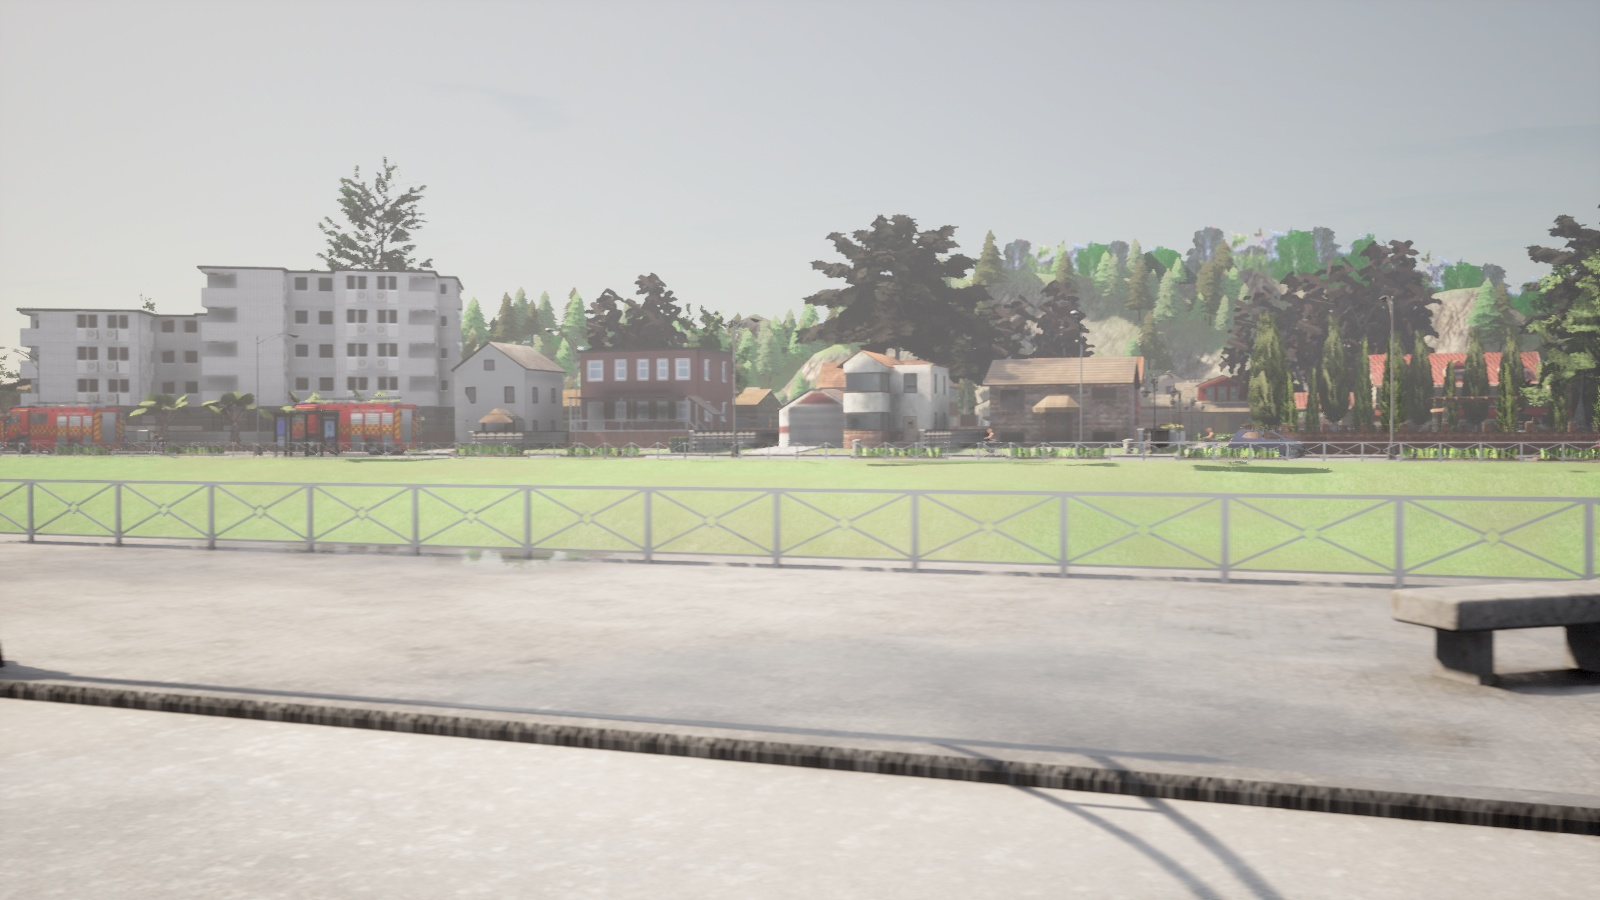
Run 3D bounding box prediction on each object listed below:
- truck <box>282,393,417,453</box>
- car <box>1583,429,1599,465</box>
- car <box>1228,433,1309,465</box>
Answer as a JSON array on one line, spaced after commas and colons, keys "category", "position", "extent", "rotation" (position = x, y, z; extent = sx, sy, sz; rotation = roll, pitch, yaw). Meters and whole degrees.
[{"category": "truck", "position": [-29.781, -1.780, 83.035], "extent": [8.468, 3.827, 2.891], "rotation": [1, 1, 19]}, {"category": "car", "position": [40.078, -0.132, 59.530], "extent": [4.611, 1.667, 2.242], "rotation": [1, 1, 19]}, {"category": "car", "position": [22.759, -0.053, 61.143], "extent": [3.633, 1.501, 1.845], "rotation": [1, 1, 19]}]
